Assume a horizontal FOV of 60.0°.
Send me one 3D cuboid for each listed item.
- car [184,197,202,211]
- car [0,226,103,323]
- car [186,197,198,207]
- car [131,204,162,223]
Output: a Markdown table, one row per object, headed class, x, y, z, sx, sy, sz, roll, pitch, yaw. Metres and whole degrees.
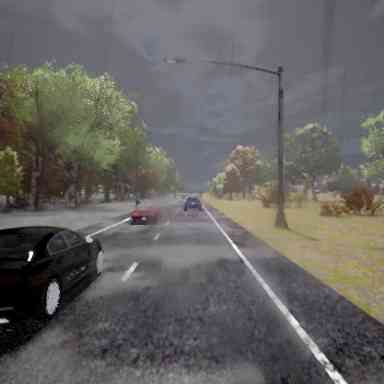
| class | x | y | z | sx | sy | sz | roll | pitch | yaw |
| --- | --- | --- | --- | --- | --- | --- | --- | --- | --- |
| car | 0.112 | 1.346 | 40.679 | 2.097 | 1.767 | 4.553 | 0 | 0 | 0 |
| car | -3.400 | 1.476 | 7.316 | 1.882 | 1.535 | 5.008 | 0 | 0 | 0 |
| car | 0.015 | 1.499 | 50.930 | 1.837 | 1.490 | 4.892 | 0 | 0 | 0 |
| car | -3.395 | 1.596 | 25.789 | 1.895 | 1.301 | 4.718 | 0 | 0 | 0 |
